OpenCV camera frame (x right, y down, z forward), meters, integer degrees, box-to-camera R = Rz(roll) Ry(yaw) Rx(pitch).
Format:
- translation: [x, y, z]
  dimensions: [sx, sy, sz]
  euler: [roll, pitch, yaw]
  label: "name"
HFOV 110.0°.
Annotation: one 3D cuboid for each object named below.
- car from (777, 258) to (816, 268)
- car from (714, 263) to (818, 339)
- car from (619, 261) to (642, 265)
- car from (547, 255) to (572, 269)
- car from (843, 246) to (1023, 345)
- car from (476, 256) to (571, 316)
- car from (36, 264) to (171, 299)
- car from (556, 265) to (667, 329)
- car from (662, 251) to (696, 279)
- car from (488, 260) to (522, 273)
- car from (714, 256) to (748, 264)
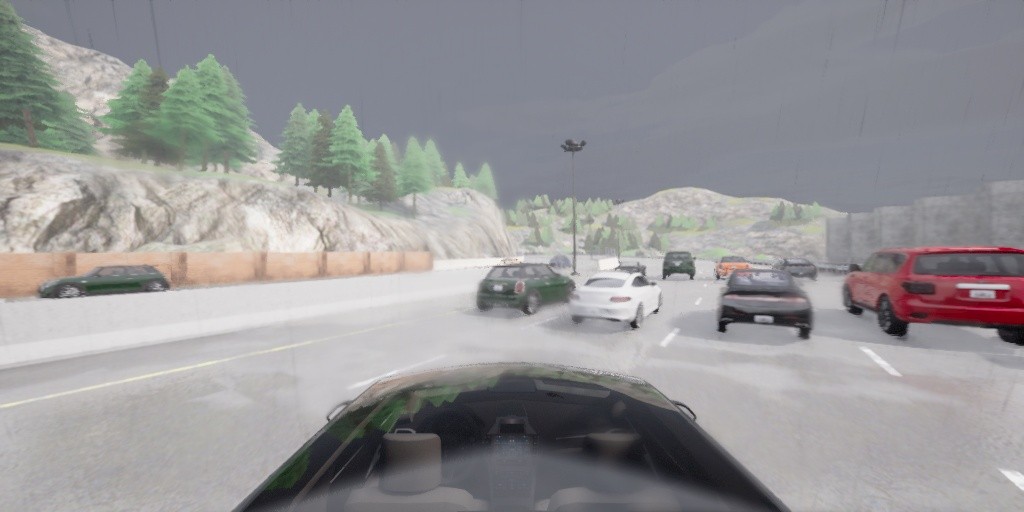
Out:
- translation: [18.963, 0.863, 24.268]
  dimensions: [2.128, 1.511, 4.902]
  euler: [0, 0, 27]
  label: "car"
- translation: [6.658, 1.108, 9.704]
  dimensions: [2.128, 1.511, 4.902]
  euler: [0, 0, 32]
  label: "car"
- translation: [9.671, 1.060, 29.099]
  dimensions: [1.895, 1.301, 4.718]
  euler: [-1, 0, 27]
  label: "car"
- translation: [6.226, 0.743, 46.858]
  dimensions: [2.097, 1.767, 4.553]
  euler: [-1, 1, 22]
  label: "car"
- translation: [10.477, 0.793, 9.183]
  dimensions: [2.150, 2.045, 5.566]
  euler: [0, 0, 32]
  label: "car"
- translation: [0.683, 1.022, 13.353]
  dimensions: [2.097, 1.767, 4.553]
  euler: [-1, 0, 32]
  label: "car"
- translation: [-21.102, 1.264, 18.747]
  dimensions: [2.097, 1.767, 4.553]
  euler: [-1, 0, 33]
  label: "car"
- translation: [3.244, 1.178, 10.863]
  dimensions: [1.812, 1.442, 4.674]
  euler: [0, 0, 32]
  label: "car"
- translation: [12.910, 0.648, 27.742]
  dimensions: [2.150, 2.045, 5.566]
  euler: [0, 0, 27]
  label: "car"
- translation: [-0.699, 1.124, 40.146]
  dimensions: [1.895, 1.301, 4.718]
  euler: [-1, 0, 26]
  label: "car"
- translation: [15.959, 0.750, 26.095]
  dimensions: [2.097, 1.767, 4.553]
  euler: [-1, 0, 27]
  label: "car"
